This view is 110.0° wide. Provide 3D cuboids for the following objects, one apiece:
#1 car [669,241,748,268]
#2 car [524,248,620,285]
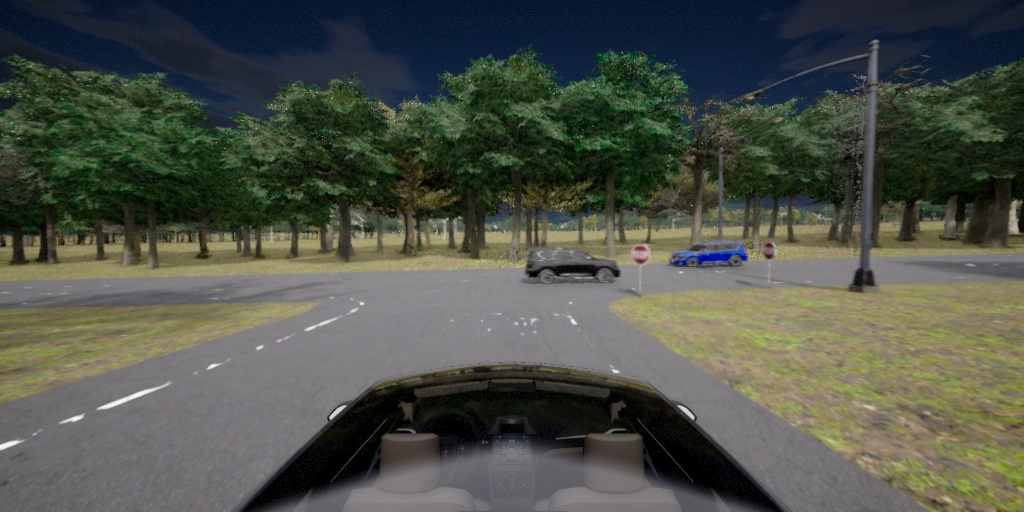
[{"bbox_3d":[15.436,-0.083,28.248,5.566,2.045,2.150,-3,4,0],"label":"car"},{"bbox_3d":[3.491,0.543,21.243,5.566,2.045,2.150,-1,3,0],"label":"car"}]
